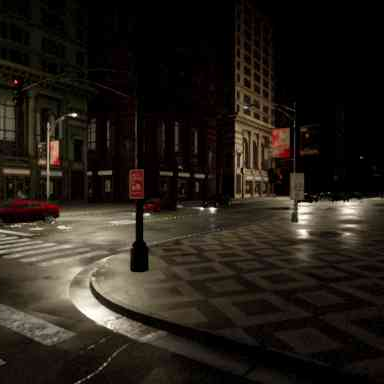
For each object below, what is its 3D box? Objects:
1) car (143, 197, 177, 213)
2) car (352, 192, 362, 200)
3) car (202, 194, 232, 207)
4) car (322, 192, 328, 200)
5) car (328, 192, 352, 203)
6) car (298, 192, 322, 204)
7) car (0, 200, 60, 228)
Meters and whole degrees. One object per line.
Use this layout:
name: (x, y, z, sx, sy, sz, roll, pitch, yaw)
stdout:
car: (-3.231, 1.201, 31.337, 1.994, 1.385, 4.181, 0, 1, 36)
car: (29.594, 0.673, 60.380, 1.812, 1.442, 4.674, 0, 1, 35)
car: (3.039, 1.006, 40.151, 1.837, 1.490, 4.892, 0, 1, 35)
car: (22.983, 0.711, 56.673, 2.128, 1.511, 4.902, 0, 1, 35)
car: (22.439, 0.832, 50.303, 1.812, 1.442, 4.674, 0, 1, 36)
car: (16.856, 0.918, 48.052, 1.994, 1.385, 4.181, 0, 1, 35)
car: (-10.777, 1.283, 20.716, 1.882, 1.535, 5.008, 0, 1, 35)
